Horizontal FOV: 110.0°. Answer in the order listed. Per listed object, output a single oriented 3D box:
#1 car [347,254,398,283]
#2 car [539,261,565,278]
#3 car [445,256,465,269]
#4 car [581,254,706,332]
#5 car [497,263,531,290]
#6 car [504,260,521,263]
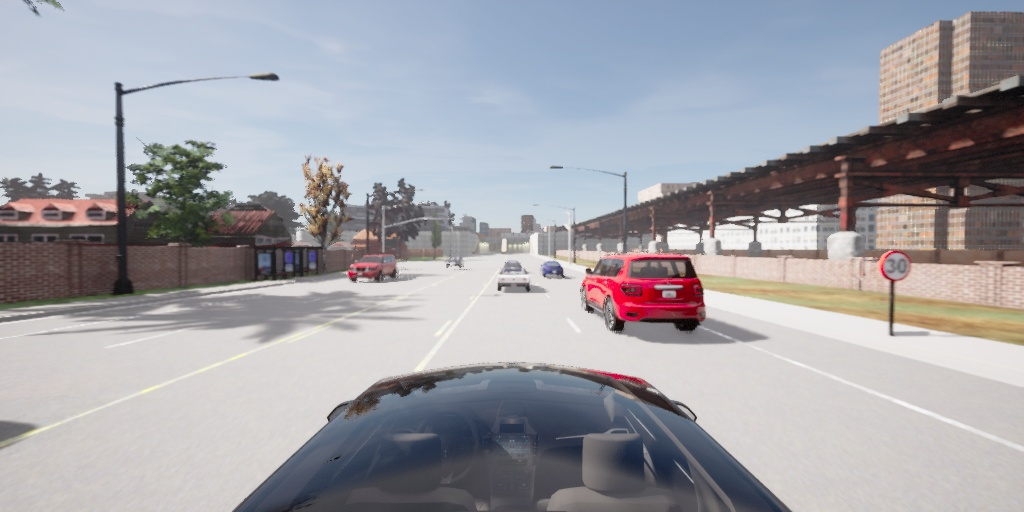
[{"bbox_3d":[-10.607,0.899,27.817,2.150,2.045,5.566,0,0,0],"label":"car"},{"bbox_3d":[3.588,1.155,32.563,1.812,1.442,4.674,0,1,0],"label":"car"},{"bbox_3d":[-7.017,0.745,44.528,2.128,1.511,4.902,0,1,0],"label":"car"},{"bbox_3d":[3.597,0.958,10.887,2.150,2.045,5.566,0,0,0],"label":"car"},{"bbox_3d":[0.092,1.308,21.760,1.895,1.301,4.718,0,0,0],"label":"car"},{"bbox_3d":[0.087,1.127,38.838,1.994,1.385,4.181,0,1,0],"label":"car"}]
